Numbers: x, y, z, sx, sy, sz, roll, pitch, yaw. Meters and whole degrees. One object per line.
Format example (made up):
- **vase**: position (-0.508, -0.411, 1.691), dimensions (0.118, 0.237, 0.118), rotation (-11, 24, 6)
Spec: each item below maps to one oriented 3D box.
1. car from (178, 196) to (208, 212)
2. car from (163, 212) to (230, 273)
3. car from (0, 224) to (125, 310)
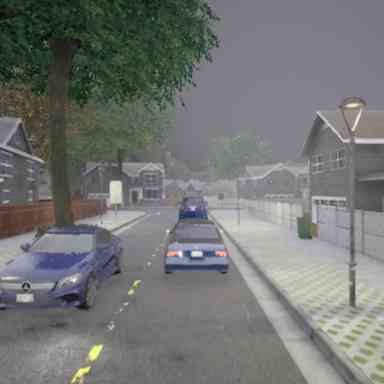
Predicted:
- **car**: position (0.083, 1.333, 26.350), dimensions (2.150, 2.045, 5.566), rotation (0, 0, 0)
- **car**: position (0.098, 1.595, 10.783), dimensions (2.033, 1.411, 5.357), rotation (0, 0, -1)
- **car**: position (-2.849, 1.561, 8.007), dimensions (1.812, 1.442, 4.674), rotation (0, 0, 0)
